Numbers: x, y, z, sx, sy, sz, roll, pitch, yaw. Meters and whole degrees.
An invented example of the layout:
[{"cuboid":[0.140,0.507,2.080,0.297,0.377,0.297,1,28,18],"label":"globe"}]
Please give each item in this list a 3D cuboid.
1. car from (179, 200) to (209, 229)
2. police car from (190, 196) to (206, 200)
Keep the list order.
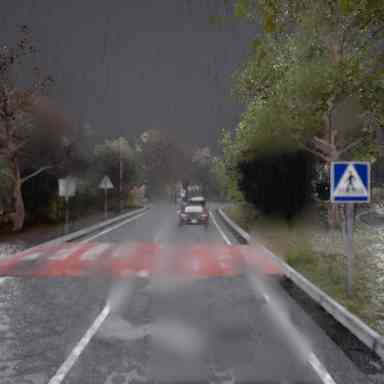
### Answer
[{"cuboid":[0.138,1.489,21.480,1.812,1.442,4.674,0,0,0],"label":"car"},{"cuboid":[0.722,1.245,38.796,1.930,1.638,5.238,0,0,4],"label":"police car"}]
